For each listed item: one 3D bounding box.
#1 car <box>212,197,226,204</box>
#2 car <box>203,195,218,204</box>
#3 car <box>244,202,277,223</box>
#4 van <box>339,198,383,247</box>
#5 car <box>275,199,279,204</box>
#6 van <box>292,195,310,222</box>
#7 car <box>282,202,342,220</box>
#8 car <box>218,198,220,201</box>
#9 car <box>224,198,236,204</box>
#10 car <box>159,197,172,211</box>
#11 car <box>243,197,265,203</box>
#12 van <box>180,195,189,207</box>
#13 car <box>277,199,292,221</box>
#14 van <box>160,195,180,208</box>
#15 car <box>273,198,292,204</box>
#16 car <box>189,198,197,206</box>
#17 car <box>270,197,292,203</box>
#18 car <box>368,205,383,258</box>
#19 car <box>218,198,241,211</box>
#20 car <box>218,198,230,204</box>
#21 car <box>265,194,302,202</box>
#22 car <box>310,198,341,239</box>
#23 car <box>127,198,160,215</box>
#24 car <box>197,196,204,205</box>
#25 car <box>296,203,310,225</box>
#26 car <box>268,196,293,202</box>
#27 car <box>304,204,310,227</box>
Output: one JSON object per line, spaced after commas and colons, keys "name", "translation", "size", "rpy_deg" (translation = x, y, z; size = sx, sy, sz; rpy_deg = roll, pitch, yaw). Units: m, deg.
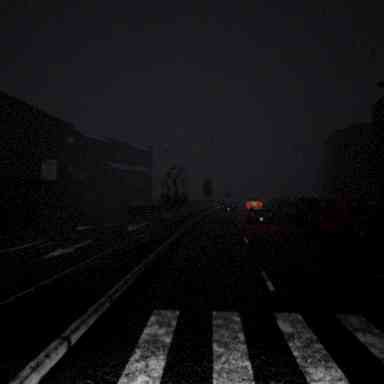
{"name": "car", "translation": [6.839, 2.178, 84.123], "size": [2.231, 1.521, 4.892], "rpy_deg": [0, -2, 20]}
{"name": "car", "translation": [3.314, 1.657, 73.454], "size": [2.435, 2.045, 5.566], "rpy_deg": [0, -1, 18]}
{"name": "car", "translation": [5.435, 1.744, 26.932], "size": [1.895, 1.301, 4.718], "rpy_deg": [0, 0, 7]}
{"name": "van", "translation": [8.569, 1.358, 13.203], "size": [4.442, 1.987, 1.878], "rpy_deg": [0, 0, 5]}
{"name": "car", "translation": [10.799, 1.655, 32.066], "size": [4.792, 1.488, 2.163], "rpy_deg": [0, 0, 9]}
{"name": "van", "translation": [9.858, 1.395, 23.928], "size": [4.442, 1.987, 1.878], "rpy_deg": [0, 0, 7]}
{"name": "car", "translation": [10.440, 1.666, 29.358], "size": [4.674, 1.452, 2.002], "rpy_deg": [0, 0, 8]}
{"name": "car", "translation": [5.024, 1.906, 78.793], "size": [2.185, 1.767, 4.553], "rpy_deg": [0, -2, 19]}
{"name": "car", "translation": [10.707, 2.525, 94.352], "size": [2.163, 1.488, 4.792], "rpy_deg": [0, -2, 22]}
{"name": "car", "translation": [-4.501, 1.664, 41.142], "size": [2.163, 1.488, 4.792], "rpy_deg": [0, 0, 11]}
{"name": "car", "translation": [8.019, 1.486, 43.092], "size": [2.097, 1.767, 4.553], "rpy_deg": [0, 0, 11]}
{"name": "van", "translation": [-2.343, 1.417, 51.927], "size": [1.878, 1.987, 4.442], "rpy_deg": [0, 0, 13]}
{"name": "car", "translation": [9.892, 1.621, 26.678], "size": [5.366, 1.575, 1.946], "rpy_deg": [0, 0, 8]}
{"name": "van", "translation": [-3.478, 1.405, 46.506], "size": [1.878, 1.987, 4.442], "rpy_deg": [0, 0, 12]}
{"name": "car", "translation": [11.273, 1.653, 34.753], "size": [4.792, 1.488, 2.163], "rpy_deg": [0, 0, 9]}
{"name": "car", "translation": [-1.040, 1.717, 57.445], "size": [2.002, 1.452, 4.674], "rpy_deg": [0, -1, 14]}
{"name": "car", "translation": [11.683, 1.620, 37.455], "size": [4.892, 1.521, 2.231], "rpy_deg": [0, 0, 10]}
{"name": "car", "translation": [8.476, 1.445, 10.444], "size": [4.553, 1.767, 2.185], "rpy_deg": [0, 0, 5]}
{"name": "car", "translation": [4.831, 1.741, 42.532], "size": [1.895, 1.301, 4.718], "rpy_deg": [0, 0, 10]}
{"name": "car", "translation": [8.701, 2.374, 89.212], "size": [2.002, 1.452, 4.674], "rpy_deg": [0, -2, 21]}
{"name": "car", "translation": [13.754, 1.356, 48.314], "size": [5.566, 2.045, 2.435], "rpy_deg": [0, 0, 13]}
{"name": "car", "translation": [8.947, 1.347, 15.926], "size": [5.566, 2.045, 2.435], "rpy_deg": [0, 0, 5]}
{"name": "car", "translation": [-5.409, 1.635, 35.725], "size": [2.097, 1.535, 5.008], "rpy_deg": [0, 0, 9]}
{"name": "car", "translation": [0.312, 1.772, 62.820], "size": [2.002, 1.452, 4.674], "rpy_deg": [0, -1, 15]}
{"name": "car", "translation": [9.434, 1.656, 21.245], "size": [4.674, 1.452, 2.002], "rpy_deg": [0, 0, 7]}
{"name": "car", "translation": [12.657, 1.635, 42.958], "size": [4.792, 1.488, 2.163], "rpy_deg": [0, 0, 11]}
{"name": "car", "translation": [9.139, 1.638, 18.646], "size": [4.792, 1.488, 2.163], "rpy_deg": [0, 0, 6]}
